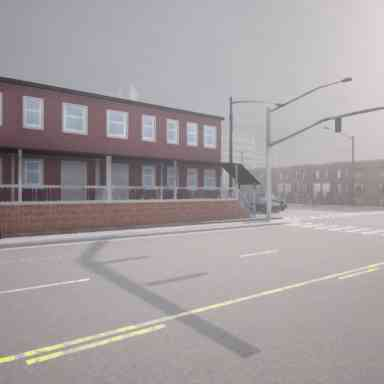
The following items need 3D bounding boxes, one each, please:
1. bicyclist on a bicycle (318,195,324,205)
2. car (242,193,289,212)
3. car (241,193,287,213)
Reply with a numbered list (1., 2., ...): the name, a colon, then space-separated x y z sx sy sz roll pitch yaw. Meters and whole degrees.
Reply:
1. bicyclist on a bicycle: 20.327 1.274 52.348 1.656 1.620 0.582 0 0 -36
2. car: 8.788 1.184 40.142 2.150 2.045 5.566 0 0 -36
3. car: 7.441 1.317 36.008 2.097 1.767 4.553 0 0 -36
